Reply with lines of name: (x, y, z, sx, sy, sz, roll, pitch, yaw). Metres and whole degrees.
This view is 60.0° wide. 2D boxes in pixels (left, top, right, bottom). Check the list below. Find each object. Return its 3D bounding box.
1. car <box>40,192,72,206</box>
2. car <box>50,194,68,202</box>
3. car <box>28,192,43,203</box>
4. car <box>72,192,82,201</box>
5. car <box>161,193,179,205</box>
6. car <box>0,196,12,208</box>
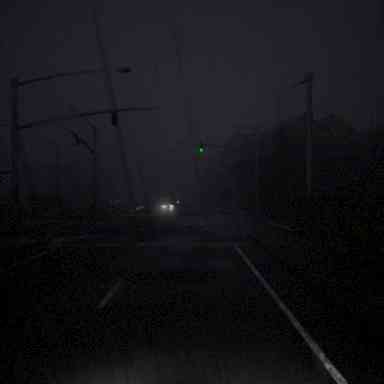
car: (-18.939, 1.184, 46.655, 2.007, 1.523, 4.514, 0, 0, 0)
car: (-25.975, 1.127, 65.124, 1.970, 1.475, 3.806, 0, 0, 0)
car: (-25.911, 0.919, 56.643, 1.932, 1.855, 4.605, 0, 0, 0)
car: (-22.648, 0.846, 64.521, 1.905, 1.878, 3.866, 0, 0, 0)
car: (-3.591, 1.161, 50.598, 2.128, 1.511, 4.902, 0, 0, 0)
car: (-22.580, 1.165, 39.594, 1.970, 1.475, 3.806, 0, 0, 0)
